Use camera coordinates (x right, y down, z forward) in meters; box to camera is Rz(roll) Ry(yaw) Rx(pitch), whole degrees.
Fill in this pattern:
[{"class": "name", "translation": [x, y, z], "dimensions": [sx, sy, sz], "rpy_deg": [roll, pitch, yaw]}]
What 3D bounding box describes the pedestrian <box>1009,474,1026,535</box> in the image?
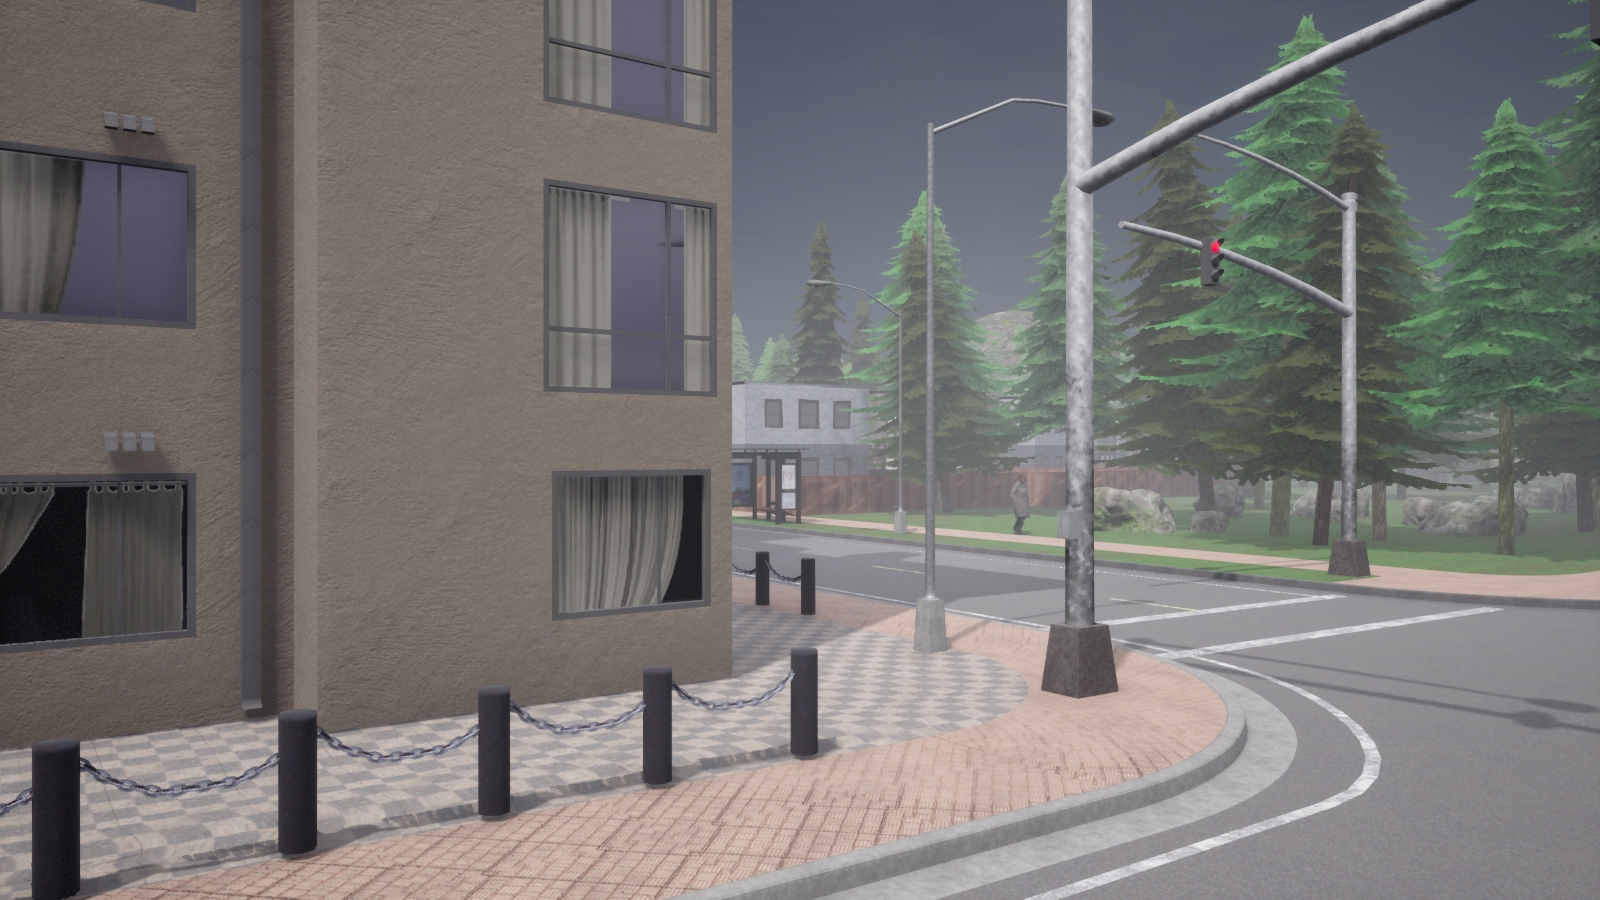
[{"class": "pedestrian", "translation": [6.721, 1.676, 35.326], "dimensions": [0.375, 1.860, 0.375], "rpy_deg": [0, 0, -34]}]
